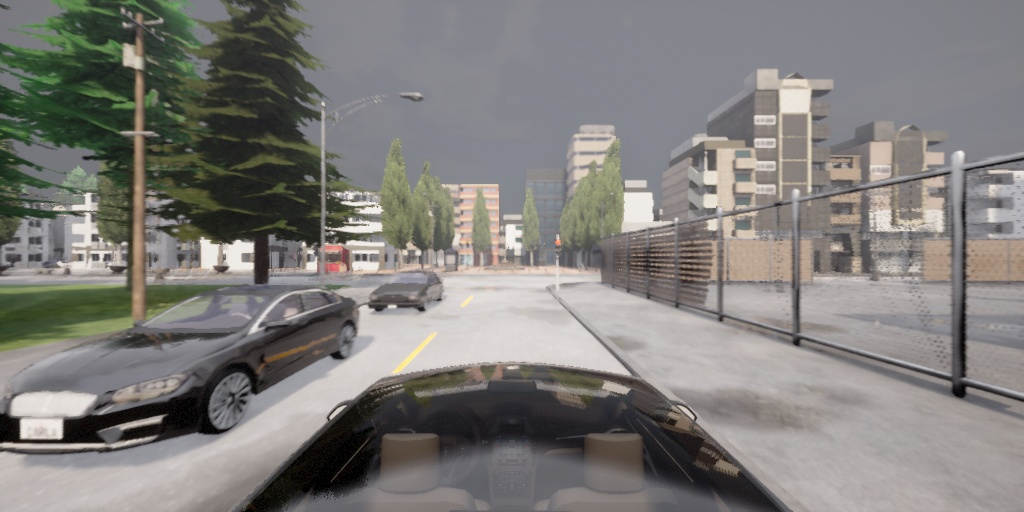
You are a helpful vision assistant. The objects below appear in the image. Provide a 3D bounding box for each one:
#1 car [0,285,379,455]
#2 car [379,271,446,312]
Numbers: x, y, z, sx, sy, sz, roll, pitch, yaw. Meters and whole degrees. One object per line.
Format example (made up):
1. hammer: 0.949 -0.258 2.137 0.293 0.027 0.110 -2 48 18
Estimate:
1. car: -4.090 1.244 5.572 2.128 1.511 4.902 0 0 0
2. car: -3.993 1.313 14.631 2.033 1.411 5.357 0 0 0
